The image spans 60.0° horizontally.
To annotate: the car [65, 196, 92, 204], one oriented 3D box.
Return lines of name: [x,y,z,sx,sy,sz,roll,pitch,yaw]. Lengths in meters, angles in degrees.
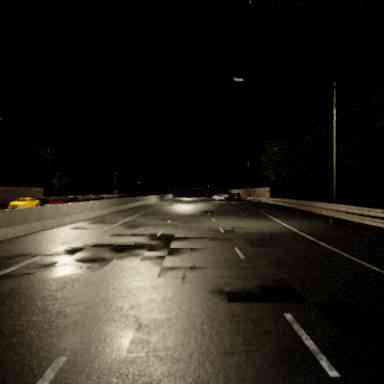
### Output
car: [-14.080,1.532,42.533,1.812,1.442,4.674,0,0,0]

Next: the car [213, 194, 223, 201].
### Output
car: [6.980,1.628,82.729,1.895,1.301,4.718,0,0,0]

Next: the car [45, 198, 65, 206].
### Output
car: [-17.574,1.532,43.768,1.812,1.442,4.674,0,0,0]

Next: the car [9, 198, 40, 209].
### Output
car: [-21.078,1.483,42.033,1.882,1.535,5.008,0,0,0]

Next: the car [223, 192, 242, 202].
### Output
car: [6.986,1.054,55.226,2.150,2.045,5.566,0,0,0]

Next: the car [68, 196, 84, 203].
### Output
car: [-24.517,1.566,70.486,1.994,1.385,4.181,0,0,0]
